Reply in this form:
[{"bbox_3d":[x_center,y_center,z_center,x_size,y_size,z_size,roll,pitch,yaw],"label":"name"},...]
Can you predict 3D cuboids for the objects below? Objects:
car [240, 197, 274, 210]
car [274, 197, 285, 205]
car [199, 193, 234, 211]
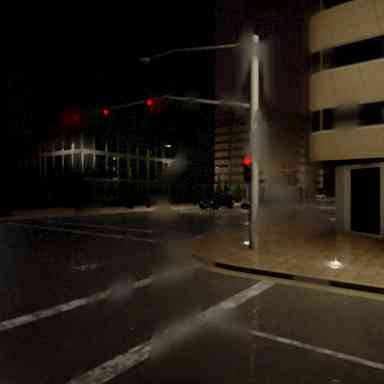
[{"bbox_3d":[8.092,1.523,42.376,2.033,1.411,5.357,0,0,37],"label":"car"},{"bbox_3d":[14.273,1.540,56.479,1.812,1.442,4.674,0,0,36],"label":"car"},{"bbox_3d":[3.152,1.192,41.583,2.150,2.045,5.566,0,0,36],"label":"car"}]
